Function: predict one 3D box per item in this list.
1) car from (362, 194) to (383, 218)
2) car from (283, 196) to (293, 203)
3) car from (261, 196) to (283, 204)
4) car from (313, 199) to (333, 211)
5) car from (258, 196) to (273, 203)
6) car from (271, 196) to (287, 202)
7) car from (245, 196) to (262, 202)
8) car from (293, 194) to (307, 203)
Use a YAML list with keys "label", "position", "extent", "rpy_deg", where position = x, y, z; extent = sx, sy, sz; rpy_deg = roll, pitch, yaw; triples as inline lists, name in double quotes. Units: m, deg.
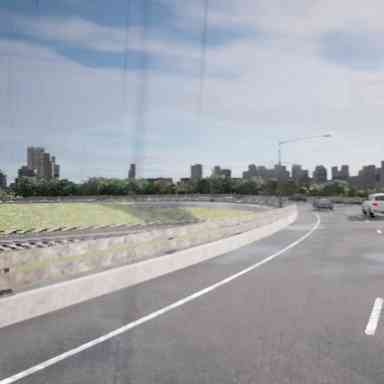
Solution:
- label: "car"
  position: [16.967, 1.181, 30.101]
  extent: [2.150, 2.045, 5.566]
  rpy_deg: [-1, 0, 19]
- label: "car"
  position: [21.364, 1.921, 78.687]
  extent: [1.994, 1.385, 4.181]
  rpy_deg: [-1, -1, -9]
- label: "car"
  position: [18.240, 1.946, 75.877]
  extent: [2.033, 1.411, 5.357]
  rpy_deg: [-1, -1, -7]
- label: "car"
  position: [16.844, 1.641, 42.918]
  extent: [2.033, 1.411, 5.357]
  rpy_deg: [-1, -1, 12]
- label: "car"
  position: [19.508, 1.859, 88.326]
  extent: [2.097, 1.767, 4.553]
  rpy_deg: [-1, -1, -15]
- label: "car"
  position: [23.055, 1.925, 88.534]
  extent: [1.837, 1.490, 4.892]
  rpy_deg: [-1, -1, -15]
- label: "car"
  position: [16.409, 2.043, 86.259]
  extent: [1.837, 1.490, 4.892]
  rpy_deg: [-1, -1, -15]
- label: "car"
  position: [24.935, 1.513, 78.337]
  extent: [2.150, 2.045, 5.566]
  rpy_deg: [-1, -1, -9]
